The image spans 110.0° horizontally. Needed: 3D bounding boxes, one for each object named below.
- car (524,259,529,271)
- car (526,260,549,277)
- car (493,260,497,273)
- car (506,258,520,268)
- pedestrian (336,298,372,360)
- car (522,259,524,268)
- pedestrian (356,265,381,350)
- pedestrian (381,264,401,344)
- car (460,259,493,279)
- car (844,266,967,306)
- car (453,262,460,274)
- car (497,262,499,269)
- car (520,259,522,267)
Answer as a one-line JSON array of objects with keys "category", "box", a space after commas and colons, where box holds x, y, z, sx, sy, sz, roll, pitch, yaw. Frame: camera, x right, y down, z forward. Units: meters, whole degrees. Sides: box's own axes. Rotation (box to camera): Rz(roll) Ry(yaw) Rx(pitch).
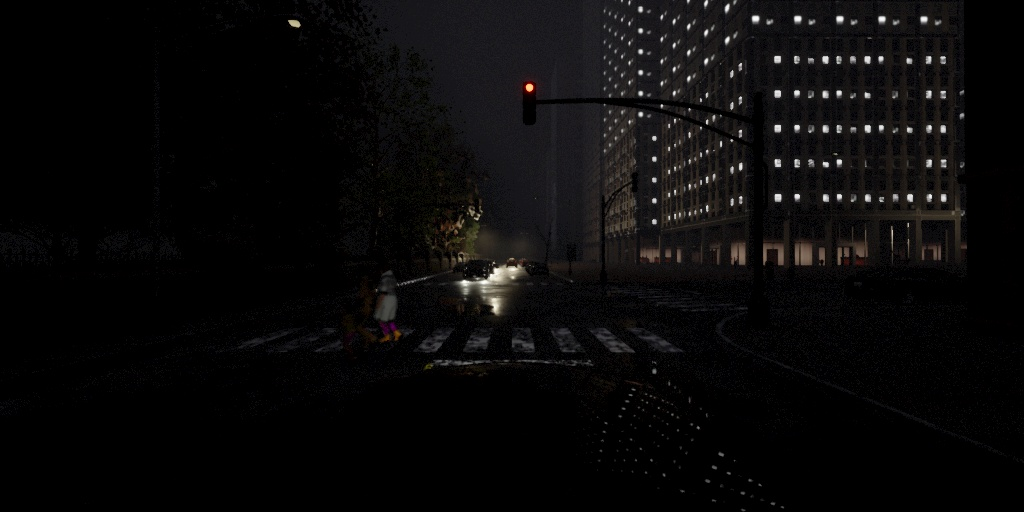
[{"category": "car", "box": [2.678, 1.334, 41.274, 1.948, 1.339, 4.313, 0, 0, 0]}, {"category": "car", "box": [2.679, 1.330, 35.642, 1.948, 1.339, 4.313, 0, 0, 0]}, {"category": "car", "box": [-3.108, 1.273, 42.102, 1.837, 1.490, 4.892, 0, 0, 0]}, {"category": "car", "box": [-0.017, 1.267, 62.094, 1.882, 1.535, 5.008, 0, 0, 0]}, {"category": "pedestrian", "box": [-3.070, 1.425, 6.830, 0.500, 1.100, 0.500, 0, 0, 0]}, {"category": "car", "box": [2.676, 1.339, 46.907, 1.948, 1.339, 4.313, 0, 0, 0]}, {"category": "pedestrian", "box": [-3.059, 1.043, 7.494, 0.375, 1.860, 0.375, 0, 0, 0]}, {"category": "pedestrian", "box": [-2.847, 1.043, 8.197, 0.375, 1.860, 0.375, 0, 0, 0]}, {"category": "car", "box": [-3.105, 1.114, 32.124, 2.097, 1.767, 4.553, 0, 0, 0]}, {"category": "car", "box": [14.681, 1.026, 13.062, 4.313, 1.339, 1.948, 0, 0, 0]}, {"category": "car", "box": [-5.703, 1.350, 41.272, 1.802, 1.307, 4.207, 0, 0, 0]}, {"category": "car", "box": [-3.102, 1.344, 55.608, 1.994, 1.385, 4.181, 0, 0, 0]}, {"category": "car", "box": [2.673, 1.337, 63.804, 1.888, 1.381, 4.507, 0, 0, 0]}]
